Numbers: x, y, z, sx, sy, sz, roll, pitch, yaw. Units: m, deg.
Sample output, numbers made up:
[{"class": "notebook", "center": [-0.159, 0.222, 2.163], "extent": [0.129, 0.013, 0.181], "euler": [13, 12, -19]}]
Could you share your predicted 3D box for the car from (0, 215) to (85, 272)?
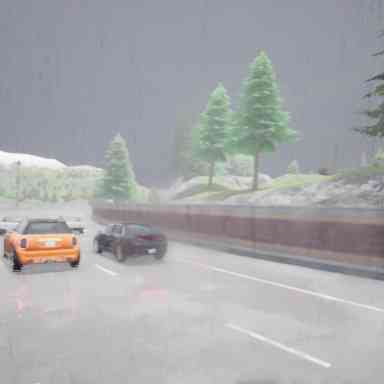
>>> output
[{"class": "car", "center": [-5.819, 1.768, 12.680], "extent": [2.097, 1.767, 4.553], "euler": [3, -3, -33]}]

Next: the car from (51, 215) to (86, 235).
[{"class": "car", "center": [-9.635, 2.477, 25.710], "extent": [1.895, 1.301, 4.718], "euler": [2, -3, -28]}]

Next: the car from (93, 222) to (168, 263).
[{"class": "car", "center": [-2.813, 2.056, 14.451], "extent": [1.837, 1.490, 4.892], "euler": [3, -4, -33]}]
